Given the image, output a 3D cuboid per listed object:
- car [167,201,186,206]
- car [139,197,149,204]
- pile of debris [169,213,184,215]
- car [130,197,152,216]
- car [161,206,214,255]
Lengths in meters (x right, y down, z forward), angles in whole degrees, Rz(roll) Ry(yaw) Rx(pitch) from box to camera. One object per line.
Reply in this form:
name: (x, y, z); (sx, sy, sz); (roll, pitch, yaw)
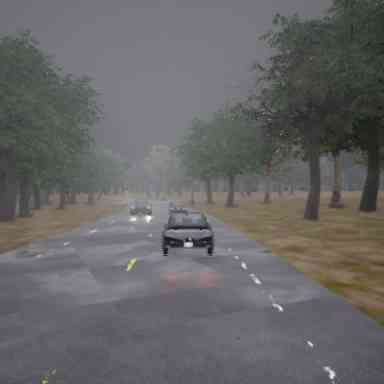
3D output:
car: (-1.627, 1.698, 35.742); (2.033, 1.411, 5.357); (0, 0, -6)
car: (-10.906, 1.844, 75.212); (1.837, 1.490, 4.892); (0, 0, -11)
pile of debris: (-1.667, 2.324, 35.443); (1.500, 0.140, 1.860); (0, 0, -5)
car: (-5.271, 1.497, 34.901); (2.097, 1.767, 4.553); (0, 0, -5)
car: (-0.203, 1.520, 13.389); (2.128, 1.511, 4.902); (0, 0, -2)
